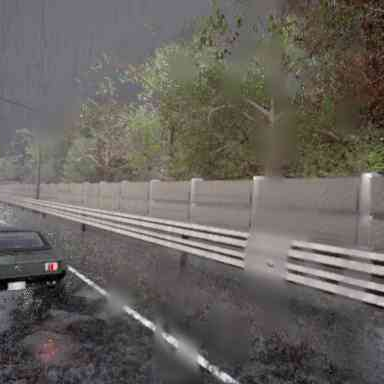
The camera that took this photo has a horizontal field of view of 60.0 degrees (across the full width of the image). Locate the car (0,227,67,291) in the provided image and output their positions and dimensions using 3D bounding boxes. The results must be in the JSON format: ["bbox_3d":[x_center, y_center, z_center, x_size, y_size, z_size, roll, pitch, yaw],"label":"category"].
[{"bbox_3d":[-4.680,1.510,8.276,1.895,1.301,4.718,3,-1,-36],"label":"car"}]
